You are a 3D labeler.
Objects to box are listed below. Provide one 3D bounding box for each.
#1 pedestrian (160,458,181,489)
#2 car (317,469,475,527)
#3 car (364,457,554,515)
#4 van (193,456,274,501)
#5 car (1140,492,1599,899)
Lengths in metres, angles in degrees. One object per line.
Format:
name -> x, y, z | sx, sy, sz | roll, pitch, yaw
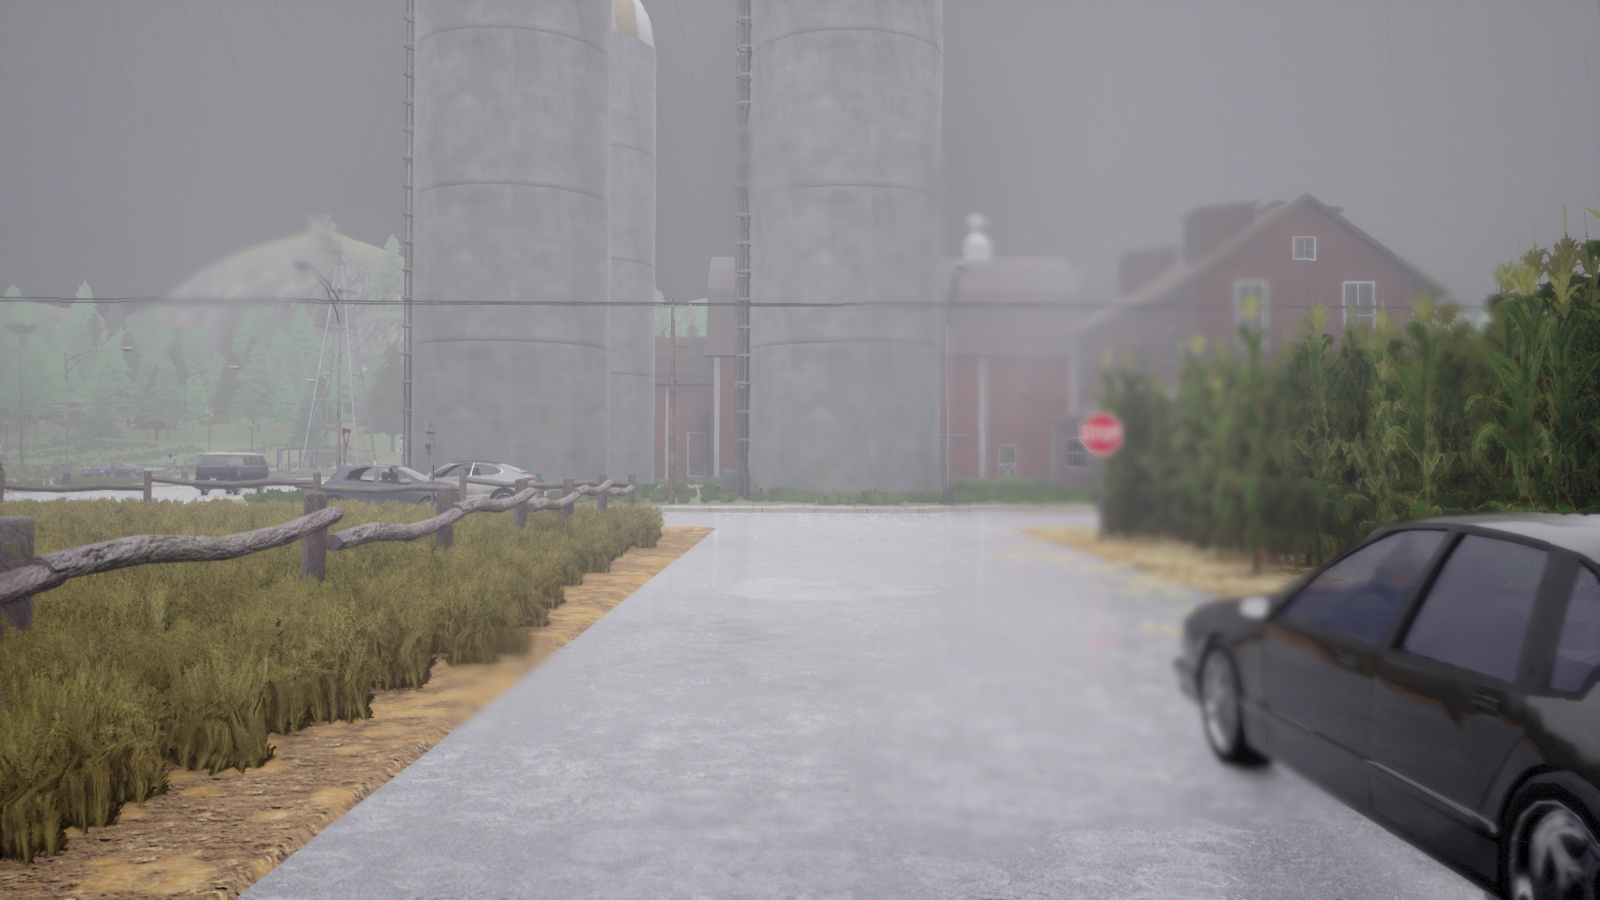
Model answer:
pedestrian -> -38.259, 1.410, 76.310 | 0.874, 1.855, 0.900 | 0, -1, -2
car -> -10.780, 1.254, 33.654 | 3.633, 1.501, 1.845 | 0, -1, 0
car -> -9.997, 1.050, 37.124 | 5.027, 1.651, 2.152 | 0, -1, 1
van -> -25.960, 1.282, 57.709 | 1.775, 1.987, 4.442 | 0, -1, -1
car -> 3.113, 0.929, 5.059 | 2.033, 1.411, 5.357 | 0, -1, 0
